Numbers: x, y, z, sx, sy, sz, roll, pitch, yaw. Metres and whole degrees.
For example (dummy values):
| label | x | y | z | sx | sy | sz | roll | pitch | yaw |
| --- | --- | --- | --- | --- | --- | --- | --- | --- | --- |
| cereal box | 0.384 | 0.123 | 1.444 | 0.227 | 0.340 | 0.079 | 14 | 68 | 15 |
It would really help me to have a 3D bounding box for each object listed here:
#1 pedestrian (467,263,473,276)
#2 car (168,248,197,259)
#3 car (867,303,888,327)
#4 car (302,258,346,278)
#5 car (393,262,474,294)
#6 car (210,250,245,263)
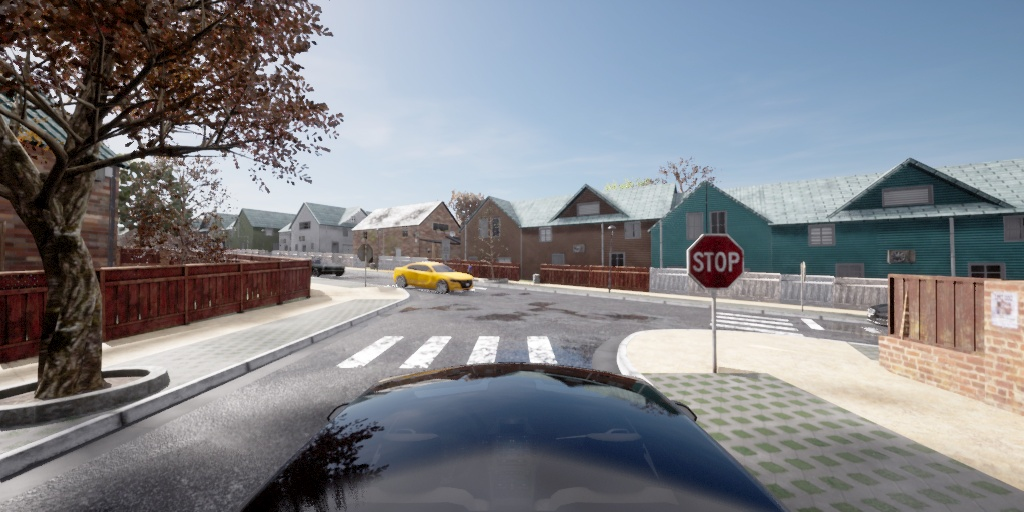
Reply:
| label | x | y | z | sx | sy | sz | roll | pitch | yaw |
| --- | --- | --- | --- | --- | --- | --- | --- | --- | --- |
| pedestrian | -3.045 | 1.116 | 25.959 | 0.375 | 1.300 | 0.375 | -1 | -5 | 32 |
| car | -39.457 | -0.181 | 42.130 | 4.892 | 1.490 | 1.837 | 2 | -1 | 32 |
| car | 14.657 | 1.938 | 11.340 | 4.892 | 1.490 | 1.837 | 3 | 0 | 32 |
| car | -14.217 | 0.837 | 26.081 | 4.718 | 1.301 | 1.895 | 2 | 0 | 32 |
| car | -4.389 | 1.116 | 19.868 | 5.008 | 1.535 | 1.882 | 3 | 1 | 32 |
| car | -25.925 | 0.270 | 33.478 | 5.008 | 1.535 | 1.882 | 2 | 0 | 33 |
